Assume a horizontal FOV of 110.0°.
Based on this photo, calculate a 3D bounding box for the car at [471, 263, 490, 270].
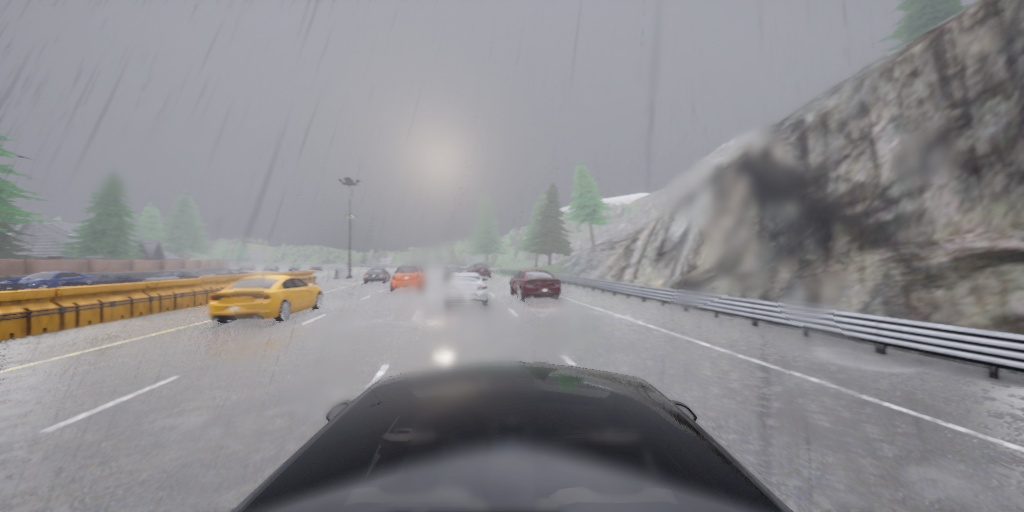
[{"bbox_3d":[-3.875,1.635,41.768,2.097,1.767,4.553,0,-1,-15],"label":"car"}]

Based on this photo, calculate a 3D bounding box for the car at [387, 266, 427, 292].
[{"bbox_3d":[-7.153,1.459,25.135,2.097,1.767,4.553,0,-1,-11],"label":"car"}]

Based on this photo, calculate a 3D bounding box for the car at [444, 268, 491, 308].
[{"bbox_3d":[-2.111,1.480,16.634,1.812,1.442,4.674,0,-1,-9],"label":"car"}]

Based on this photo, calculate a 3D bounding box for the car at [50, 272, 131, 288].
[{"bbox_3d":[-28.783,1.905,25.313,1.895,1.301,4.718,0,-1,-12],"label":"car"}]

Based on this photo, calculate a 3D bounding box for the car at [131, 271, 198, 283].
[{"bbox_3d":[-25.609,1.861,27.021,1.994,1.385,4.181,0,-1,-13],"label":"car"}]

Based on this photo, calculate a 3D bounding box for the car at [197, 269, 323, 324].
[{"bbox_3d":[-8.646,1.448,13.130,1.882,1.535,5.008,0,0,-9],"label":"car"}]

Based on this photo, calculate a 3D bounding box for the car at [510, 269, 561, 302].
[{"bbox_3d":[1.088,1.430,18.742,1.882,1.535,5.008,0,0,-9],"label":"car"}]

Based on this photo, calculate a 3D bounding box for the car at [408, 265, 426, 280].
[{"bbox_3d":[-11.068,1.850,41.545,1.837,1.490,4.892,0,-1,-16],"label":"car"}]

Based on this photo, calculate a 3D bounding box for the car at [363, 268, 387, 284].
[{"bbox_3d":[-12.400,1.800,33.047,2.033,1.411,5.357,0,-1,-13],"label":"car"}]

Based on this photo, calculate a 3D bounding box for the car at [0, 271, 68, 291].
[{"bbox_3d":[-32.357,1.812,25.169,1.882,1.535,5.008,0,-1,-13],"label":"car"}]

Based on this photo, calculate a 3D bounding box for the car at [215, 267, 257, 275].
[{"bbox_3d":[-22.408,1.853,28.697,1.994,1.385,4.181,0,-1,-13],"label":"car"}]
